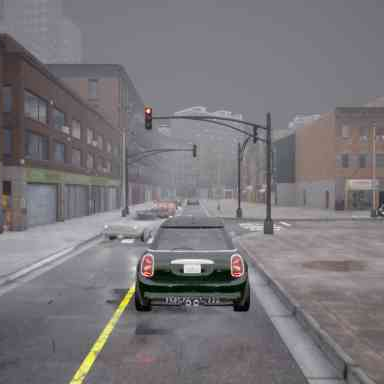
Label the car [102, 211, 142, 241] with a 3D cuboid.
[{"bbox_3d":[-2.408,1.601,16.359,1.895,1.301,4.718,0,0,19],"label":"car"}]

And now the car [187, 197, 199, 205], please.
[{"bbox_3d":[0.201,1.596,58.045,1.994,1.385,4.181,0,0,0],"label":"car"}]

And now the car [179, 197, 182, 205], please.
[{"bbox_3d":[-2.776,1.562,43.349,2.033,1.411,5.357,0,0,0],"label":"car"}]

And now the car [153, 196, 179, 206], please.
[{"bbox_3d":[-2.792,1.359,33.880,2.097,1.767,4.553,0,0,0],"label":"car"}]

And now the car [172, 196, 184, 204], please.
[{"bbox_3d":[-2.678,1.590,65.152,2.033,1.411,5.357,0,0,0],"label":"car"}]

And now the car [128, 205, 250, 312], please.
[{"bbox_3d":[0.022,1.352,7.888,2.097,1.767,4.553,0,0,0],"label":"car"}]

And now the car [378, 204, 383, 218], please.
[{"bbox_3d":[16.111,1.125,23.220,5.566,2.045,2.150,0,0,0],"label":"car"}]
